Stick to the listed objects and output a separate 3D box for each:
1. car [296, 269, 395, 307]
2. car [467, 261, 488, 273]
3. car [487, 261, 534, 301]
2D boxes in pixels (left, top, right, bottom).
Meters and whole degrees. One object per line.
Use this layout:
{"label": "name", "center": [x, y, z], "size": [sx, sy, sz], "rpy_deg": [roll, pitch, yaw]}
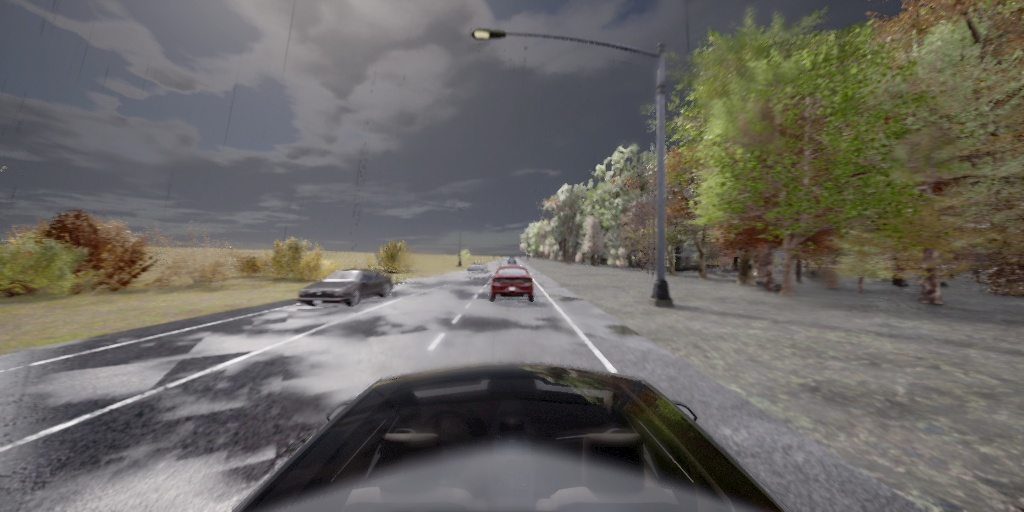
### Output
{"label": "car", "center": [-6.871, 1.268, 15.581], "size": [2.033, 1.411, 5.357], "rpy_deg": [0, 0, 3]}
{"label": "car", "center": [-3.926, 1.275, 41.490], "size": [1.895, 1.301, 4.718], "rpy_deg": [0, 0, 5]}
{"label": "car", "center": [0.008, 1.204, 17.390], "size": [1.882, 1.535, 5.008], "rpy_deg": [0, 0, 0]}
